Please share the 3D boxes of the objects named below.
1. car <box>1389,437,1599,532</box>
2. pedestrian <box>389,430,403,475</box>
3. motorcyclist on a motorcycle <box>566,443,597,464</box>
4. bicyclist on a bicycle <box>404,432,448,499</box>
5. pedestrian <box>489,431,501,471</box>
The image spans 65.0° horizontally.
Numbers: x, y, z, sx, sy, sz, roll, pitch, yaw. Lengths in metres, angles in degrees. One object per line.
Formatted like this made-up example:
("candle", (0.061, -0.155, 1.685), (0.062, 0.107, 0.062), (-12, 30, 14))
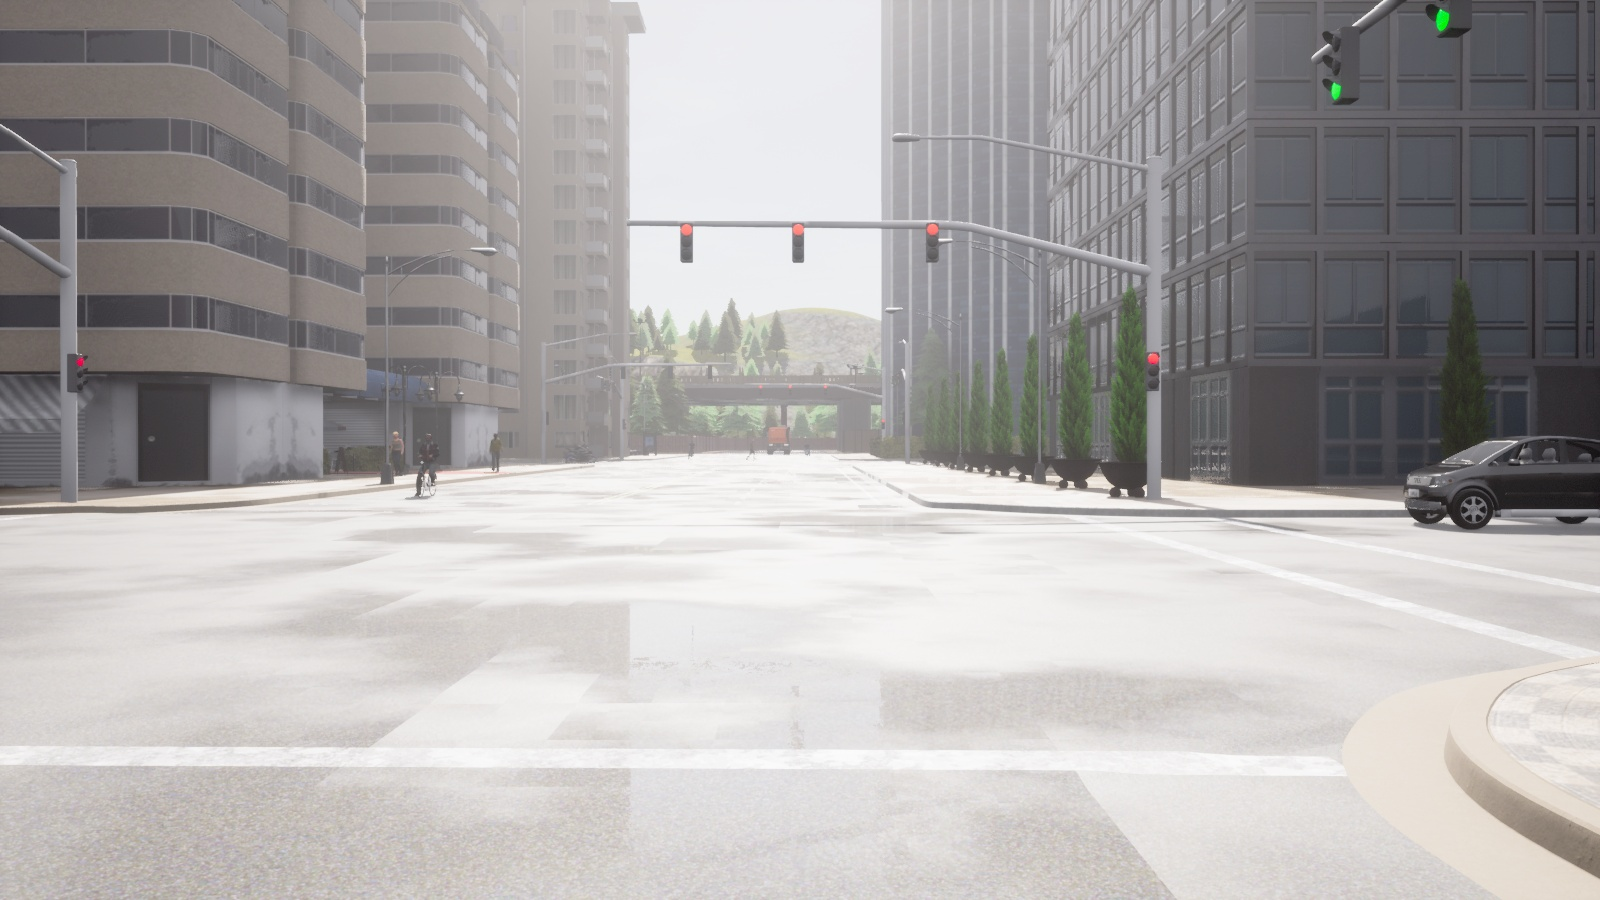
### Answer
("car", (12.269, 0.559, 21.319), (3.705, 1.549, 1.789), (0, 0, 1))
("pedestrian", (-16.348, 0.104, 50.861), (0.345, 1.836, 0.594), (0, 0, 5))
("motorcyclist on a motorcycle", (-15.848, 0.254, 91.248), (2.191, 1.530, 0.866), (0, 0, -8))
("bicyclist on a bicycle", (-10.291, 0.413, 34.589), (0.659, 1.776, 1.843), (0, 0, 0))
("pedestrian", (-13.854, 0.042, 57.092), (0.370, 1.835, 0.726), (0, 0, -2))
